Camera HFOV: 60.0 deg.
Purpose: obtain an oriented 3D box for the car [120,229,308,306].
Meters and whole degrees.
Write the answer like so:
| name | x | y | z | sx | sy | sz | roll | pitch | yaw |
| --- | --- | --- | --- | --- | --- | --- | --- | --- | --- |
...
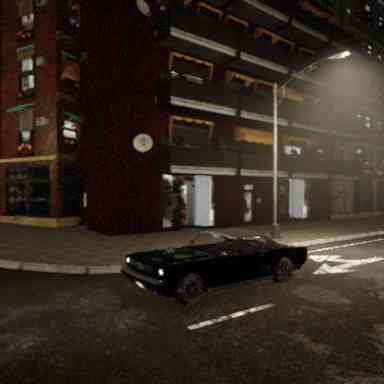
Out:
| name | x | y | z | sx | sy | sz | roll | pitch | yaw |
| --- | --- | --- | --- | --- | --- | --- | --- | --- | --- |
| car | 0.713 | 1.639 | 8.245 | 4.718 | 1.301 | 1.895 | 1 | 0 | -36 |
